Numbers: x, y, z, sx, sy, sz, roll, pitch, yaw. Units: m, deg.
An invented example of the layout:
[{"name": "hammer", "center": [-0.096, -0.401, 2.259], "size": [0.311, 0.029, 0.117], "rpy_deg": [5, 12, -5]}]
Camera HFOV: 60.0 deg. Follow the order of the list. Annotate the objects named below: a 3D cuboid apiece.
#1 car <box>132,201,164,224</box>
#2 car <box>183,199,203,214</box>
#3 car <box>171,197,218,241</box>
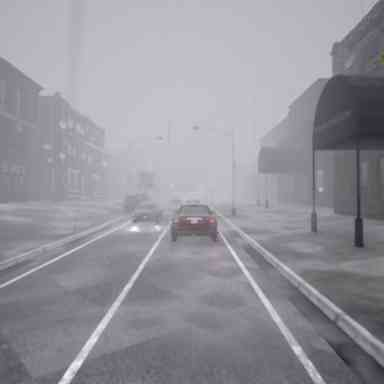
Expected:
[{"name": "car", "center": [-3.098, 1.445, 24.057], "size": [1.837, 1.490, 4.892], "rpy_deg": [0, 0, 0]}, {"name": "car", "center": [0.100, 1.478, 35.249], "size": [2.033, 1.411, 5.357], "rpy_deg": [0, 0, 0]}, {"name": "car", "center": [0.100, 1.308, 16.669], "size": [2.097, 1.767, 4.553], "rpy_deg": [0, 0, 0]}]
